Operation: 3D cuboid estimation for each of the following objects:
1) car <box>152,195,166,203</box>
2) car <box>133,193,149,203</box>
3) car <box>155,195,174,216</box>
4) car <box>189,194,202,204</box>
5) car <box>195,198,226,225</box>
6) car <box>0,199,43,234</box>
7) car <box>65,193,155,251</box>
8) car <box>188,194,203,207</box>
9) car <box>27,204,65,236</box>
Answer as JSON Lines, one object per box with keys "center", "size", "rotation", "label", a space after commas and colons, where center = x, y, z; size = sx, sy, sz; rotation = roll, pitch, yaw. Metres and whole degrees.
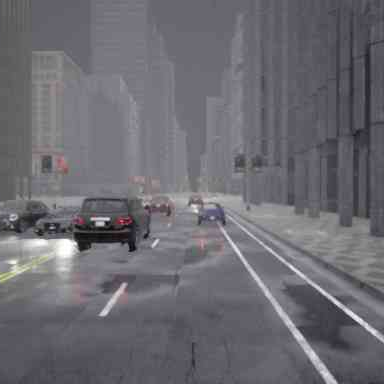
{"center": [-5.870, 1.259, 59.814], "size": [1.994, 1.385, 4.181], "rotation": [0, 0, 1], "label": "car"}
{"center": [-9.114, 1.047, 59.854], "size": [2.097, 1.767, 4.553], "rotation": [0, 0, 1], "label": "car"}
{"center": [-2.878, 1.194, 30.949], "size": [2.097, 1.767, 4.553], "rotation": [0, 0, 1], "label": "car"}
{"center": [0.652, 1.193, 58.945], "size": [2.128, 1.511, 4.902], "rotation": [0, 0, 1], "label": "car"}
{"center": [1.297, 1.410, 22.815], "size": [1.812, 1.442, 4.674], "rotation": [0, 0, 1], "label": "car"}
{"center": [-9.735, 1.256, 18.610], "size": [2.097, 1.767, 4.553], "rotation": [0, 0, 1], "label": "car"}
{"center": [-3.081, 1.150, 13.898], "size": [2.150, 2.045, 5.566], "rotation": [0, 0, 0], "label": "car"}
{"center": [0.518, 1.111, 47.440], "size": [2.097, 1.767, 4.553], "rotation": [0, 0, 2], "label": "car"}
{"center": [-6.496, 1.474, 17.456], "size": [1.994, 1.385, 4.181], "rotation": [0, 0, 1], "label": "car"}
